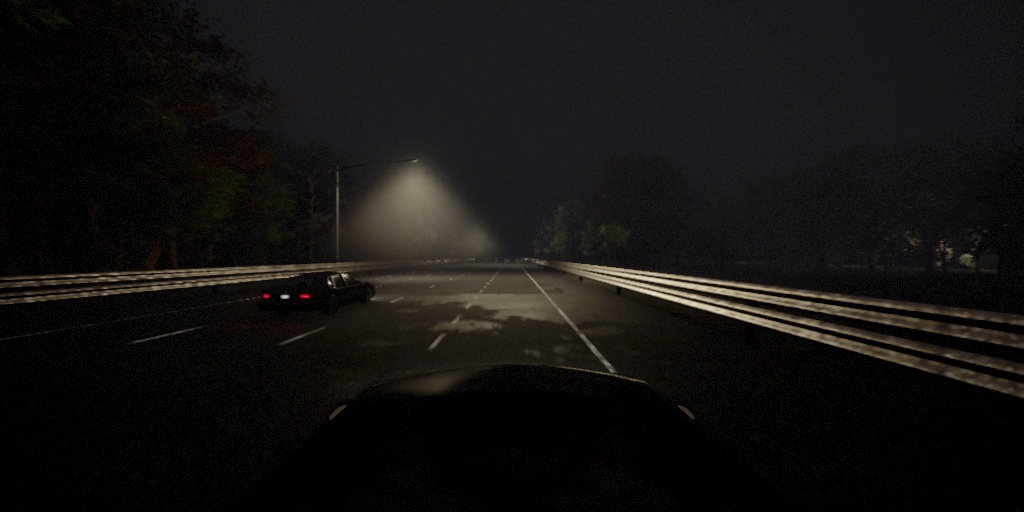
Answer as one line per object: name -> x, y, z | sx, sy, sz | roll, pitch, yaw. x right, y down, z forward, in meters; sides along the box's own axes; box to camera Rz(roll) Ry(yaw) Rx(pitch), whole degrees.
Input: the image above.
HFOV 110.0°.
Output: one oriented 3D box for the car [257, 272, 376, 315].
car -> -6.994, 1.309, 13.551 | 2.033, 1.411, 5.357 | 0, 0, 0
